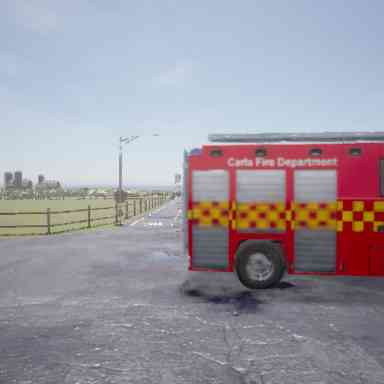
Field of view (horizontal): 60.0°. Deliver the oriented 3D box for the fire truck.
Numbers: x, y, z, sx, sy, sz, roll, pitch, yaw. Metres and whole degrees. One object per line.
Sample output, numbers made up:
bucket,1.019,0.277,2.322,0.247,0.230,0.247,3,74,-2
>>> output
fire truck,4.128,0.331,8.683,8.468,3.827,2.891,0,1,7
